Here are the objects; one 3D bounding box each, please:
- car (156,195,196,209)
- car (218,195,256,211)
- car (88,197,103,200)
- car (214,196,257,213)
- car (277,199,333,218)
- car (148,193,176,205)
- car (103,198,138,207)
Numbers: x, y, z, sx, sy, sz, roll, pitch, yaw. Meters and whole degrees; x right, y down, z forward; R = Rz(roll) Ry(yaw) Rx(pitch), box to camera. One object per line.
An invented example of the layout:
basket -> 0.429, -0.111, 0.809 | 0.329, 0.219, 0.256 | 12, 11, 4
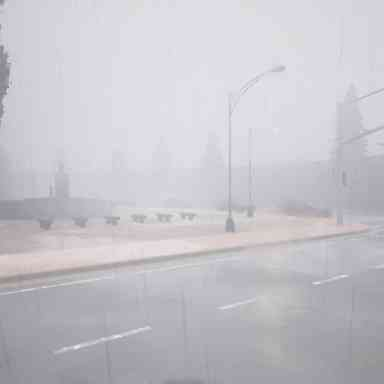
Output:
car -> -2.122, 1.505, 45.187 | 4.892, 1.490, 1.837 | 0, 0, 38
car -> 5.660, 1.352, 42.449 | 2.097, 1.767, 4.553 | 0, 0, -42
car -> -19.303, 1.601, 64.099 | 4.718, 1.301, 1.895 | 0, 0, 10
car -> 4.862, 1.547, 38.142 | 2.033, 1.411, 5.357 | 0, 0, -38
car -> 10.496, 1.526, 30.430 | 1.812, 1.442, 4.674 | 0, 0, -35
car -> -5.178, 1.223, 59.688 | 5.566, 2.045, 2.150 | 0, 0, 25
car -> -10.641, 1.601, 50.517 | 4.718, 1.301, 1.895 | 0, 0, 25
